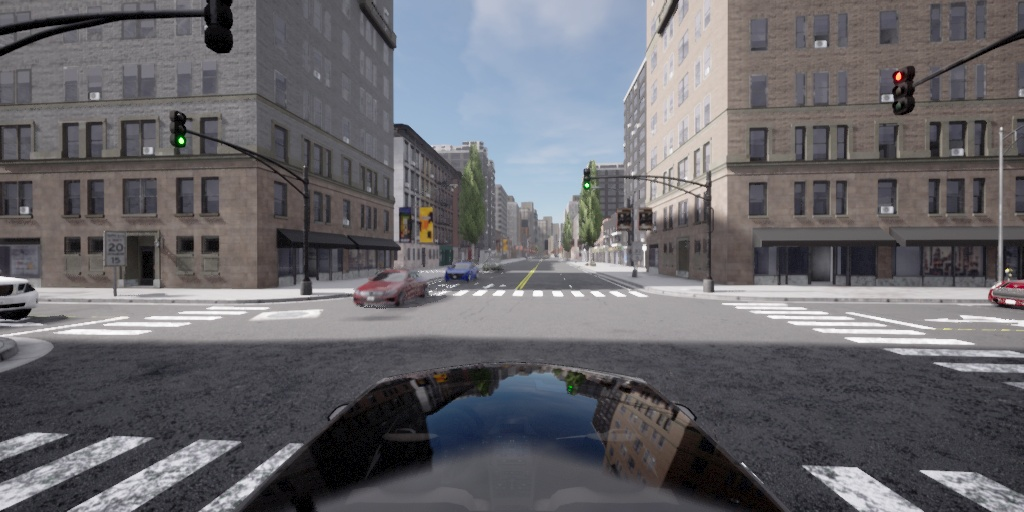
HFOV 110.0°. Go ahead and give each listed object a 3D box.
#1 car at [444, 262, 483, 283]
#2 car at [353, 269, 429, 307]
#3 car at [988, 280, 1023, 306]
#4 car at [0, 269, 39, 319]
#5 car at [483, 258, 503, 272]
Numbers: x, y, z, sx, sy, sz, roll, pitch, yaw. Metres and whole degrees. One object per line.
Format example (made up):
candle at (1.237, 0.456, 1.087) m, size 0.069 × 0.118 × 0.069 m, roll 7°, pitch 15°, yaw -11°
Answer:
car at (-3.888, 1.224, 28.262) m, size 1.882 × 1.535 × 5.008 m, roll 0°, pitch 0°, yaw 5°
car at (-5.053, 1.315, 15.674) m, size 1.812 × 1.442 × 4.674 m, roll 0°, pitch 0°, yaw 5°
car at (20.213, 1.151, 12.919) m, size 4.097 × 1.591 × 1.967 m, roll 0°, pitch 0°, yaw 6°
car at (-17.817, 1.010, 10.779) m, size 5.566 × 2.045 × 2.150 m, roll 0°, pitch 0°, yaw 6°
car at (-2.352, 1.054, 44.805) m, size 2.097 × 1.767 × 4.553 m, roll 0°, pitch 0°, yaw 5°
